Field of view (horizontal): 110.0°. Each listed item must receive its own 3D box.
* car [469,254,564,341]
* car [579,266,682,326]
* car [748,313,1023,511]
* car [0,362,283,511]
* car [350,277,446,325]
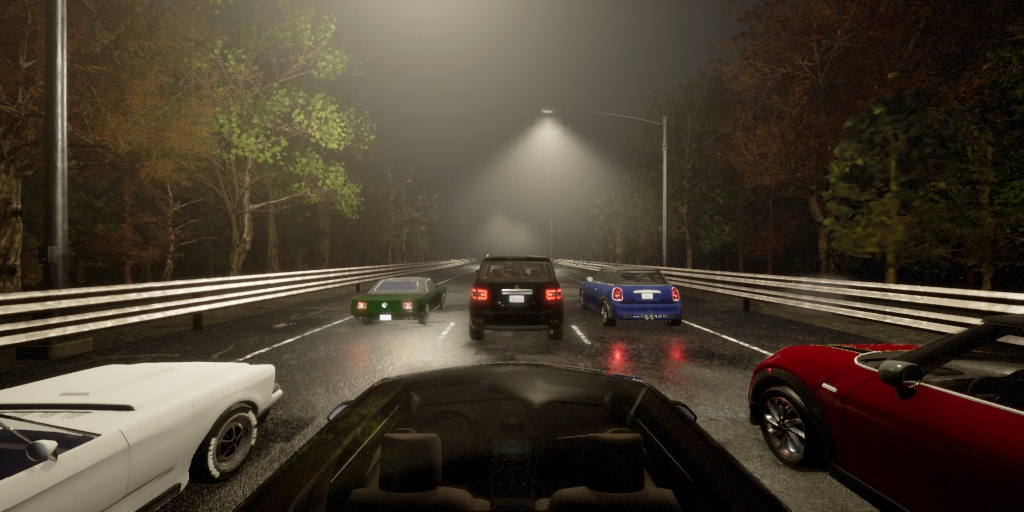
[{"bbox_3d":[0.103,0.970,10.045,2.150,2.045,5.566,0,0,0],"label":"car"},{"bbox_3d":[3.605,1.099,11.744,2.097,1.767,4.553,0,0,-1],"label":"car"},{"bbox_3d":[3.595,1.102,1.992,2.097,1.767,4.553,0,0,0],"label":"car"},{"bbox_3d":[-3.401,1.351,1.707,1.895,1.301,4.718,0,0,0],"label":"car"},{"bbox_3d":[-3.395,1.348,11.762,1.895,1.301,4.718,0,0,-1],"label":"car"}]
